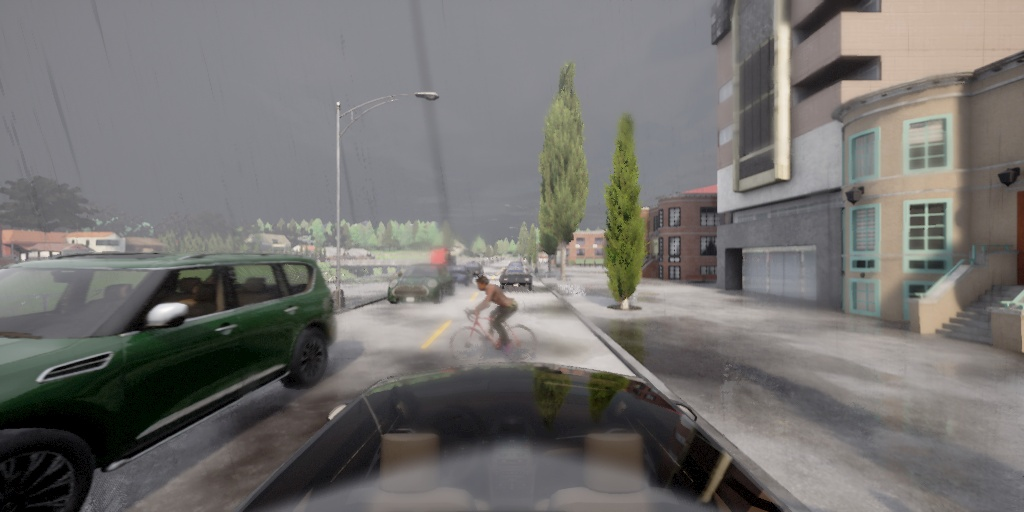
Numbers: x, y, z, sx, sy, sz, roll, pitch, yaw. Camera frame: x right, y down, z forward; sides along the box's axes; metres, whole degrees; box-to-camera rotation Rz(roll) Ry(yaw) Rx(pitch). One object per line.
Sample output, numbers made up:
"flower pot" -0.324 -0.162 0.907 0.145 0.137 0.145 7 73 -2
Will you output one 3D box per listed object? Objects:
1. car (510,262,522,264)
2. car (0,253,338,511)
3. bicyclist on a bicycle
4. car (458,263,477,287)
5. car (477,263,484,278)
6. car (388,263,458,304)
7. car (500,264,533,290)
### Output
"car" 0.413 1.352 39.804 2.033 1.411 5.357 0 0 1
"car" -4.092 0.974 3.952 2.150 2.045 5.566 0 0 0
"bicyclist on a bicycle" -0.368 1.202 6.770 1.656 1.620 0.582 -2 0 1
"car" -3.808 1.347 24.784 1.994 1.385 4.181 0 0 1
"car" -3.742 1.344 34.104 2.033 1.411 5.357 0 0 1
"car" -3.978 1.122 16.341 2.097 1.767 4.553 0 0 1
"car" 0.273 1.381 22.748 1.895 1.301 4.718 0 0 1
